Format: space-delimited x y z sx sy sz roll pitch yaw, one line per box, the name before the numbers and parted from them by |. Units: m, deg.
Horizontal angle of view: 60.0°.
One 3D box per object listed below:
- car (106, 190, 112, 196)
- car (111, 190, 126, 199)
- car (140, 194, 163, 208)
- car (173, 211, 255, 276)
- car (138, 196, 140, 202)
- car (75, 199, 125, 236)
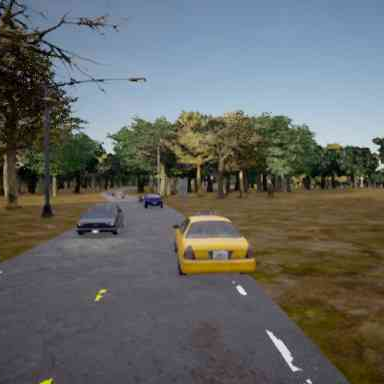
car | -20.214 0.180 81.945 2.033 1.411 5.357 0 1 -18
car | -12.794 0.614 58.574 1.812 1.442 4.674 0 1 -16
car | -4.448 0.946 37.294 1.882 1.535 5.008 0 0 -13
car | 0.414 1.326 9.909 1.801 1.575 5.366 0 1 -5
car | -6.732 0.882 48.162 1.895 1.301 4.718 0 1 -14
car | -4.540 1.316 17.225 2.033 1.411 5.357 0 1 -7
